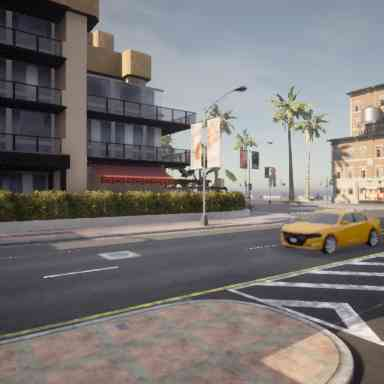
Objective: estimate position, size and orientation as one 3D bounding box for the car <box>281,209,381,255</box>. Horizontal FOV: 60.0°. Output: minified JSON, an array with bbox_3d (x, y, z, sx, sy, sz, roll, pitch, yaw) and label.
[{"bbox_3d":[5.738,1.477,13.567,5.008,1.535,1.882,0,0,-35],"label":"car"}]

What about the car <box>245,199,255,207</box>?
[{"bbox_3d":[7.027,1.491,48.496,2.128,1.511,4.902,0,0,-35],"label":"car"}]
